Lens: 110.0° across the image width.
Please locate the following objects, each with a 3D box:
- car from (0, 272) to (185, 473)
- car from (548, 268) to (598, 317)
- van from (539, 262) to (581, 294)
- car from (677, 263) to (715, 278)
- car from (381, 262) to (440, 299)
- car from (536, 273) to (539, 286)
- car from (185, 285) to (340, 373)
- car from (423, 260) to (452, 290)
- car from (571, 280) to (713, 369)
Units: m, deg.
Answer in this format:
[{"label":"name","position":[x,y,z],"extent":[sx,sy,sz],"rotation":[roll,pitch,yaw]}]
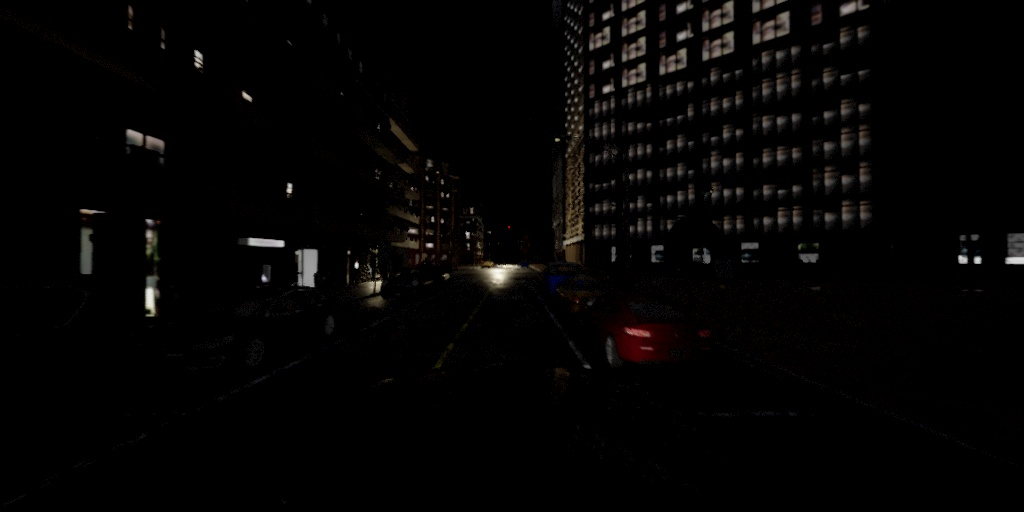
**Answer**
[{"label":"car","position":[-5.314,1.067,2.084],"extent":[2.192,1.841,5.009],"rotation":[0,0,0]},{"label":"car","position":[2.569,1.343,13.330],"extent":[1.751,1.417,4.829],"rotation":[0,0,0]},{"label":"van","position":[2.571,1.193,18.694],"extent":[1.690,1.789,3.998],"rotation":[0,0,0]},{"label":"car","position":[16.828,1.319,31.470],"extent":[4.181,1.385,1.994],"rotation":[-1,-1,41]},{"label":"car","position":[-5.309,1.292,18.691],"extent":[1.967,1.591,4.097],"rotation":[0,0,0]},{"label":"car","position":[2.572,1.414,24.400],"extent":[1.751,1.417,4.829],"rotation":[0,0,0]},{"label":"car","position":[-5.313,1.334,7.620],"extent":[2.007,1.370,4.403],"rotation":[0,0,0]},{"label":"car","position":[-5.308,1.204,24.226],"extent":[2.192,1.841,5.009],"rotation":[0,0,0]},{"label":"car","position":[2.568,1.366,7.625],"extent":[1.802,1.307,4.207],"rotation":[0,0,0]}]
